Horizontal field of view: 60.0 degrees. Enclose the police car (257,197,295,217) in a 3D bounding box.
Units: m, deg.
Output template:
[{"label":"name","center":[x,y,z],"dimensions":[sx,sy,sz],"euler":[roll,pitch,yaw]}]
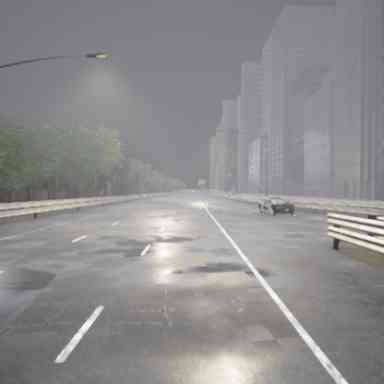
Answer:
[{"label":"police car","center":[7.613,1.329,30.855],"dimensions":[1.930,1.638,5.238],"euler":[0,0,-11]}]
